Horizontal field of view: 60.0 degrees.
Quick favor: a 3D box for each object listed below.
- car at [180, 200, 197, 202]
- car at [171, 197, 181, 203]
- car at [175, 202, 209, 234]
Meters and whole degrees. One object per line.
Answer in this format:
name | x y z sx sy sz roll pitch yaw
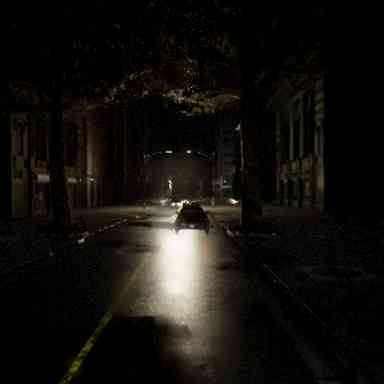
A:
car | -0.066 1.674 37.113 1.895 1.301 4.718 0 0 0
car | -3.308 1.735 71.118 1.994 1.385 4.181 0 0 0
car | 0.001 1.560 19.353 1.812 1.442 4.674 0 0 0
